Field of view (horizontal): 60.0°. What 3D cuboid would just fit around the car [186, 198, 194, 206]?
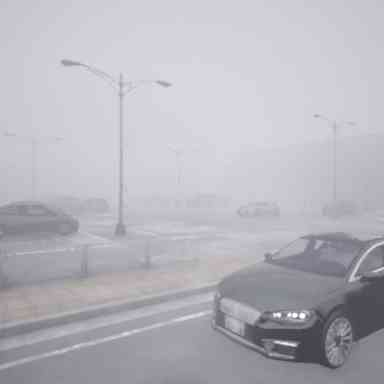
[{"bbox_3d":[1.056,1.141,48.176,3.866,1.878,1.905,0,0,-35],"label":"car"}]

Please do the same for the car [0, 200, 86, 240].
[{"bbox_3d":[-7.738,1.345,15.797,4.514,1.523,2.007,0,0,-35],"label":"car"}]

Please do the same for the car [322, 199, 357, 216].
[{"bbox_3d":[13.593,1.439,30.721,3.633,1.501,1.845,0,0,-35],"label":"car"}]

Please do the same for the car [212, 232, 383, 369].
[{"bbox_3d":[2.557,1.504,5.817,4.902,1.511,2.128,0,0,-36],"label":"car"}]

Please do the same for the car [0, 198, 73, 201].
[{"bbox_3d":[-9.579,1.336,18.338,5.027,1.636,2.152,0,0,-35],"label":"car"}]

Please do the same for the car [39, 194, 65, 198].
[{"bbox_3d":[-15.767,1.320,40.658,4.514,1.523,2.007,0,0,-35],"label":"car"}]

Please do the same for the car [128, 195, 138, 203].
[{"bbox_3d":[-10.216,1.295,63.736,3.806,1.475,1.970,0,0,-35],"label":"car"}]

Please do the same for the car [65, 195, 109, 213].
[{"bbox_3d":[-10.076,1.342,32.443,3.633,1.501,1.845,0,0,-35],"label":"car"}]

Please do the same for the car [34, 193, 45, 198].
[{"bbox_3d":[-22.320,1.121,51.275,4.605,1.855,1.932,0,0,-35],"label":"car"}]

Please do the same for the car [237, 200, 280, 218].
[{"bbox_3d":[5.804,1.432,28.912,3.806,1.475,1.970,0,0,-35],"label":"car"}]

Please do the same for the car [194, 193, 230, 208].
[{"bbox_3d":[3.059,1.162,46.031,4.605,1.855,1.932,0,0,-35],"label":"car"}]

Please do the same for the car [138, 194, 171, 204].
[{"bbox_3d":[-6.274,1.217,58.662,5.027,1.636,2.152,0,0,-35],"label":"car"}]

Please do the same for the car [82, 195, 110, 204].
[{"bbox_3d":[-18.092,1.344,62.699,4.514,1.523,2.007,0,0,-35],"label":"car"}]
